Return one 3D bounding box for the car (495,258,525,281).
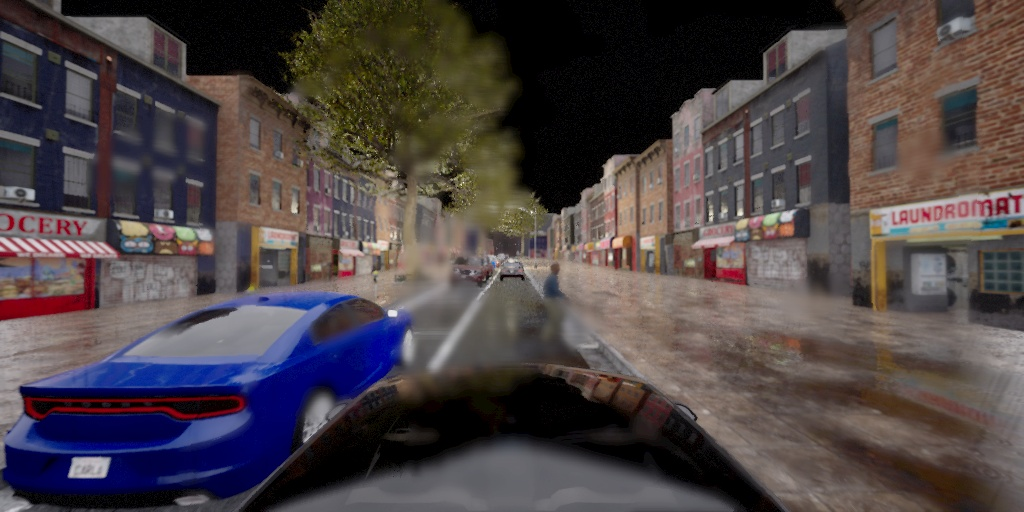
[{"bbox_3d":[0.033,1.092,27.618,2.033,1.411,5.357,0,0,1],"label":"car"}]

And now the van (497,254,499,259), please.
[{"bbox_3d":[-2.682,0.793,39.345,1.690,1.789,3.998,0,0,0],"label":"van"}]

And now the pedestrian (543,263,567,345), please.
[{"bbox_3d":[0.915,0.995,7.840,0.375,1.860,0.375,-2,-1,0],"label":"pedestrian"}]

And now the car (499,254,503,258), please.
[{"bbox_3d":[-2.696,0.805,50.415,1.967,1.591,4.097,0,0,0],"label":"car"}]

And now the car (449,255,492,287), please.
[{"bbox_3d":[-2.661,0.897,22.740,2.192,1.841,5.009,0,0,0],"label":"car"}]

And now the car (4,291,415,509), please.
[{"bbox_3d":[-2.752,1.203,4.808,1.882,1.535,5.008,0,0,0],"label":"car"}]

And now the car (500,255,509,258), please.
[{"bbox_3d":[0.009,0.965,43.667,2.033,1.411,5.357,0,0,2],"label":"car"}]

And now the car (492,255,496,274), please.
[{"bbox_3d":[-2.668,0.854,28.275,2.192,1.841,5.009,0,0,0],"label":"car"}]
